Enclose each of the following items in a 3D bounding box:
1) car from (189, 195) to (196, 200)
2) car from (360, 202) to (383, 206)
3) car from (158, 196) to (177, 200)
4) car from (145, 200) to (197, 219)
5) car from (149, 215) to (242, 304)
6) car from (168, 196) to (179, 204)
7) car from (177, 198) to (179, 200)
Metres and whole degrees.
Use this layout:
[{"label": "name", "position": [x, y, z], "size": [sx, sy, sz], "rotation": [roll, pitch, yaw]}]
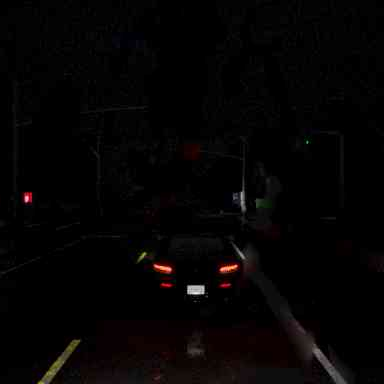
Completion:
[{"label": "car", "position": [0.123, 1.525, 80.842], "size": [2.128, 1.511, 4.902], "rotation": [0, 0, 0]}, {"label": "car", "position": [15.583, 1.528, 28.601], "size": [5.357, 1.411, 2.033], "rotation": [0, 0, -6]}, {"label": "car", "position": [-3.527, 1.352, 42.348], "size": [2.097, 1.767, 4.553], "rotation": [0, 0, 2]}, {"label": "car", "position": [-1.598, 1.598, 27.904], "size": [1.895, 1.301, 4.718], "rotation": [0, 0, 39]}, {"label": "car", "position": [0.085, 1.526, 8.048], "size": [1.812, 1.442, 4.674], "rotation": [0, 0, 0]}, {"label": "car", "position": [-3.469, 1.526, 62.259], "size": [1.812, 1.442, 4.674], "rotation": [0, 0, 1]}, {"label": "car", "position": [-3.513, 1.526, 52.181], "size": [1.812, 1.442, 4.674], "rotation": [0, 0, 0]}]
